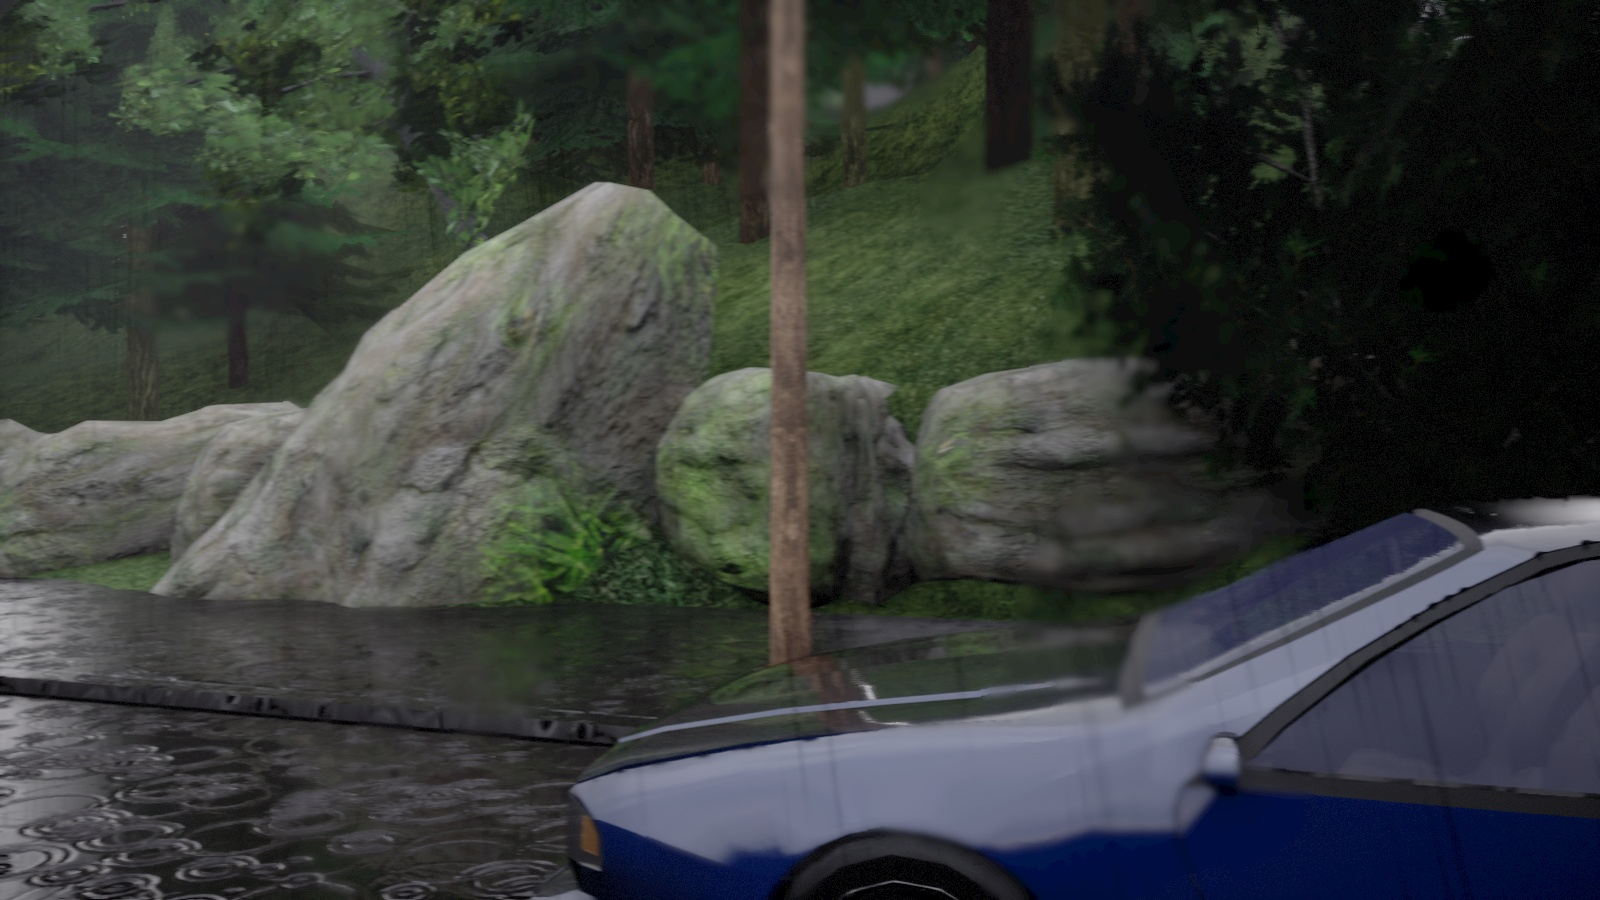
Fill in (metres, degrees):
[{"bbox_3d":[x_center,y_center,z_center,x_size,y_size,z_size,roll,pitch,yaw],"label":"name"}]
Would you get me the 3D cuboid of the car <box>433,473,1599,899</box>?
[{"bbox_3d":[2.005,0.833,3.044,5.357,1.411,2.033,1,1,19],"label":"car"}]
